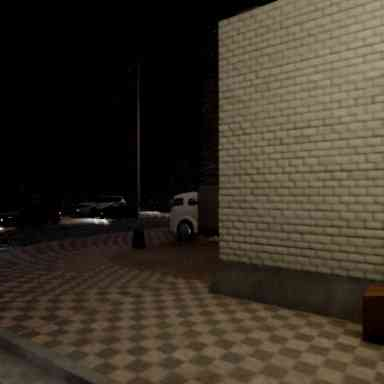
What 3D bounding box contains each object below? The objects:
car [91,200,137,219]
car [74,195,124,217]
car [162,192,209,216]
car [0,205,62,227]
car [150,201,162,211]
[{"bbox_3d":[-6.785,1.706,30.910,1.994,1.385,4.181,0,0,36],"label":"car"},{"bbox_3d":[-9.149,1.377,33.643,2.150,2.045,5.566,0,0,36],"label":"car"},{"bbox_3d":[-0.668,1.365,39.435,2.150,2.045,5.566,0,0,36],"label":"car"},{"bbox_3d":[-11.665,1.706,24.082,1.994,1.385,4.181,0,0,34],"label":"car"},{"bbox_3d":[-3.319,1.720,41.718,1.994,1.385,4.181,0,0,37],"label":"car"}]
